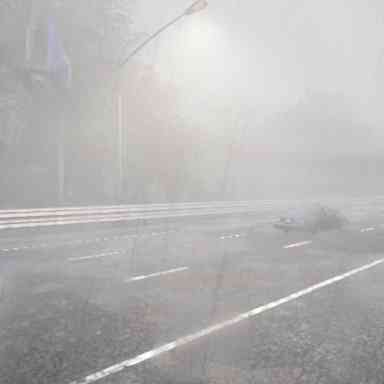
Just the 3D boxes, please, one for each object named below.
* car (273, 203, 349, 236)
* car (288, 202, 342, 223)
[{"bbox_3d":[6.587,1.473,18.111,5.357,1.411,2.033,0,0,-42],"label":"car"},{"bbox_3d":[9.514,1.497,25.539,4.718,1.301,1.895,0,0,-42],"label":"car"}]
